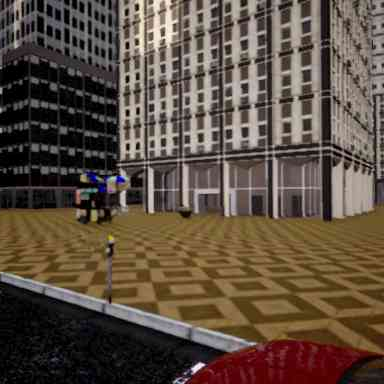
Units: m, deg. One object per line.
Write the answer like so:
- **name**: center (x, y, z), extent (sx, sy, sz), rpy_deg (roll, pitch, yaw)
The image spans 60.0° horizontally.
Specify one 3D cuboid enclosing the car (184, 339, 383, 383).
- **car**: center (1.879, 1.541, 1.569), extent (4.507, 1.381, 1.887), rpy_deg (0, 0, 35)
